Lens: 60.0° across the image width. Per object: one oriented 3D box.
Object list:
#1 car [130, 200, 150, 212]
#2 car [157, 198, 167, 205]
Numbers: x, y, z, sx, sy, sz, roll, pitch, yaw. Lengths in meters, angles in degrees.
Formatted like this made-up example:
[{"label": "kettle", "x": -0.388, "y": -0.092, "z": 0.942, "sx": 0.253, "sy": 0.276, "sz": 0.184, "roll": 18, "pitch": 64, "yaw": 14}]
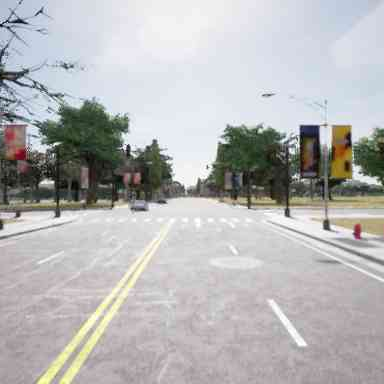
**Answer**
[{"label": "car", "x": -6.488, "y": 1.737, "z": 41.500, "sx": 1.812, "sy": 1.442, "sz": 4.674, "roll": 0, "pitch": 0, "yaw": 0}, {"label": "car", "x": -6.480, "y": 2.007, "z": 71.414, "sx": 1.895, "sy": 1.301, "sz": 4.718, "roll": 0, "pitch": -1, "yaw": 0}]
